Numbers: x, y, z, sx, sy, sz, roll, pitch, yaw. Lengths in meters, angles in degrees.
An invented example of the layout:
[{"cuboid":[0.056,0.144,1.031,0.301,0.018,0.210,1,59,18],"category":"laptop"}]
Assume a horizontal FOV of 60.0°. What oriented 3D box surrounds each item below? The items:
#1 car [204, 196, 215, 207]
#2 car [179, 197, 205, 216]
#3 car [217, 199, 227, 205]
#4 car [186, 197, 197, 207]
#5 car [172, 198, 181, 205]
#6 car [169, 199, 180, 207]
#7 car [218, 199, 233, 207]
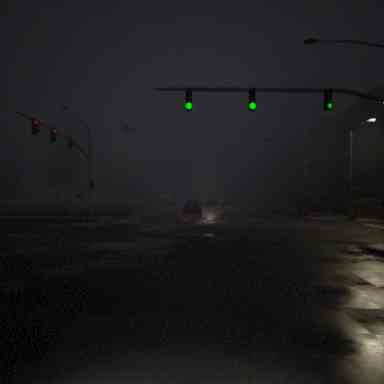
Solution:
[{"cuboid":[3.476,2.135,66.567,1.837,1.490,4.892,0,-1,0],"category":"car"},{"cuboid":[-0.010,1.702,36.744,2.097,1.767,4.553,0,-1,0],"category":"car"},{"cuboid":[6.971,2.246,77.015,1.895,1.301,4.718,0,-1,0],"category":"car"},{"cuboid":[-0.024,1.988,66.953,2.097,1.767,4.553,0,-1,0],"category":"car"},{"cuboid":[-3.529,2.204,76.981,1.994,1.385,4.181,0,-1,0],"category":"car"},{"cuboid":[-3.524,2.237,67.009,1.895,1.301,4.718,0,-1,0],"category":"car"},{"cuboid":[6.976,2.236,67.014,1.895,1.301,4.718,0,-1,0],"category":"car"}]
